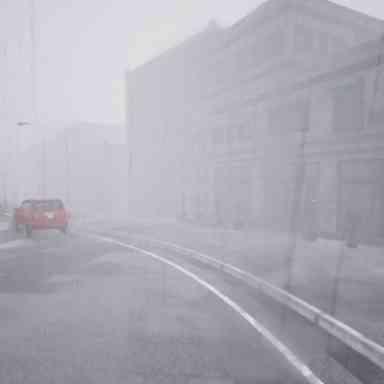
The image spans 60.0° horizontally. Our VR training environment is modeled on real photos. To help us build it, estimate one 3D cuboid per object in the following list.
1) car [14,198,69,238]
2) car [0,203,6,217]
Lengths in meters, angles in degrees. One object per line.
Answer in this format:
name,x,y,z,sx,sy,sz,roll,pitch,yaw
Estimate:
car,-9.093,1.432,19.826,2.150,2.045,5.566,-3,1,-36
car,-21.823,1.927,36.636,1.882,1.535,5.008,-3,2,-37
